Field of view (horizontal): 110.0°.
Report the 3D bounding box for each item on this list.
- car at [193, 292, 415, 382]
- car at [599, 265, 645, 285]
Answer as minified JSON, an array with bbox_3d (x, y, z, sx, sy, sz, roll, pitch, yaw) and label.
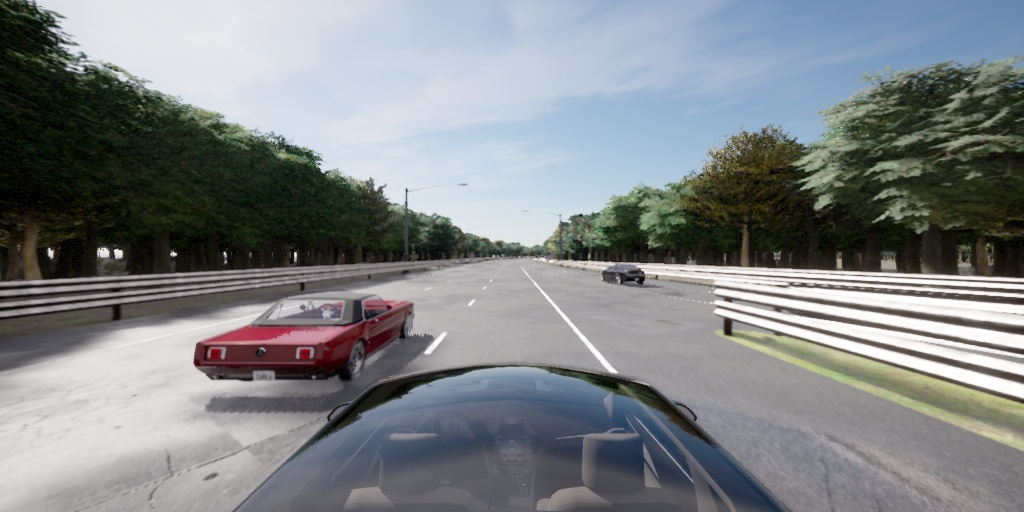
[{"bbox_3d":[-3.402,1.366,7.148,1.895,1.301,4.718,0,0,0],"label":"car"},{"bbox_3d":[8.300,1.384,27.389,1.837,1.490,4.892,0,0,-10],"label":"car"}]
